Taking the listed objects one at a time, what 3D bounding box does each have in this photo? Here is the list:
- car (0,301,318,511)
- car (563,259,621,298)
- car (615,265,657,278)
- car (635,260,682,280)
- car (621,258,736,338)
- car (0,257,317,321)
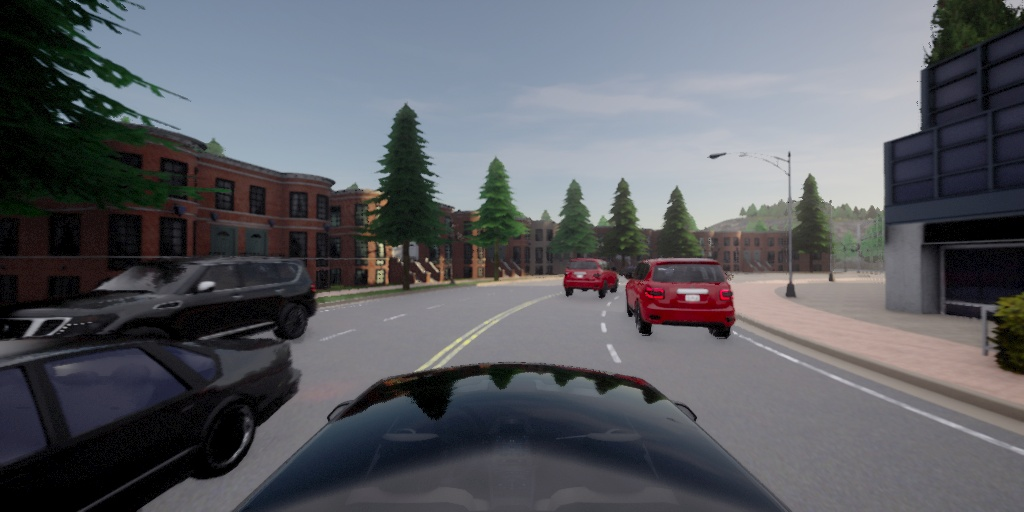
[{"bbox_3d":[-3.526,1.296,2.042,2.033,1.411,5.357,0,-1,1],"label":"car"},{"bbox_3d":[4.714,1.223,20.953,2.150,2.045,5.566,0,-2,26],"label":"car"},{"bbox_3d":[15.073,1.864,43.435,5.357,1.411,2.033,1,-1,-34],"label":"car"},{"bbox_3d":[16.447,1.498,40.139,5.566,2.045,2.150,1,-1,-35],"label":"car"},{"bbox_3d":[4.777,1.099,10.925,2.150,2.045,5.566,0,-1,13],"label":"car"},{"bbox_3d":[-6.595,1.037,7.513,2.150,2.045,5.566,0,-1,7],"label":"car"}]
